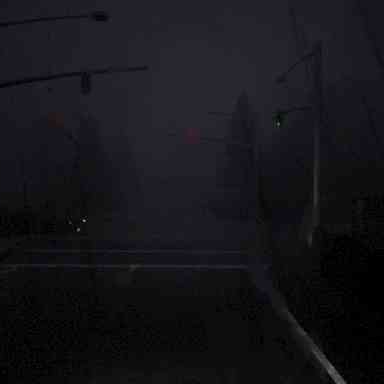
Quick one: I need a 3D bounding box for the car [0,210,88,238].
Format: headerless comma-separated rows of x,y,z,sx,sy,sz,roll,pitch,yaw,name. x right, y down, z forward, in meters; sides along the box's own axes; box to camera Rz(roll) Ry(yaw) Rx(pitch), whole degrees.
-7.892,1.595,17.121,4.718,1.301,1.895,0,0,8,car
